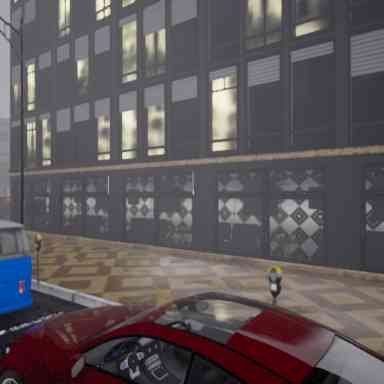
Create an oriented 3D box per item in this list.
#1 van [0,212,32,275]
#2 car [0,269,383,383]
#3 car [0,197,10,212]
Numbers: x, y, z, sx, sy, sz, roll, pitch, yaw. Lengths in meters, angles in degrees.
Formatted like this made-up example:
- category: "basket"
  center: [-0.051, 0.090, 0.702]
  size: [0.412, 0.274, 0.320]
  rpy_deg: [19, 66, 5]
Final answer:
- category: "van"
  center: [-4.633, 1.336, 6.138]
  size: [3.998, 1.788, 1.690]
  rpy_deg: [0, 0, 35]
- category: "car"
  center: [0.000, 1.581, 2.836]
  size: [4.206, 1.307, 1.802]
  rpy_deg: [0, 0, 35]
- category: "car"
  center: [-14.535, 1.333, 28.246]
  size: [2.192, 1.841, 5.009]
  rpy_deg: [-1, 0, 35]
